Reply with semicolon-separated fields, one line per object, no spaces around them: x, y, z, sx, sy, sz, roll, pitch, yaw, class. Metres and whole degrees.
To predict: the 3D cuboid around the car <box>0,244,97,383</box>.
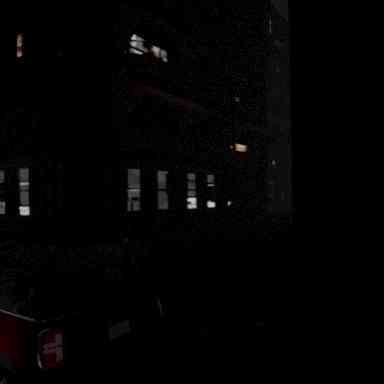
-2.328;1.448;4.556;4.097;1.590;1.967;0;-1;36;car

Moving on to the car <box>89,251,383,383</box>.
2.074;1.314;1.417;5.009;1.841;2.192;0;-1;36;car
